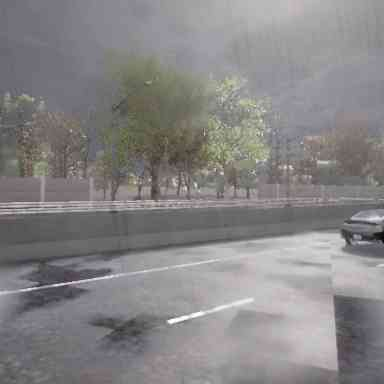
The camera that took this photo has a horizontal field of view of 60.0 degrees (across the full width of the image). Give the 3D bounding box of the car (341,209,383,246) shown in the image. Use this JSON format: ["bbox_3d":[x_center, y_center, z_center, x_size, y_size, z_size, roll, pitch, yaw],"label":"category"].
[{"bbox_3d":[8.269,1.495,14.067,4.902,1.511,2.128,0,0,-35],"label":"car"}]
